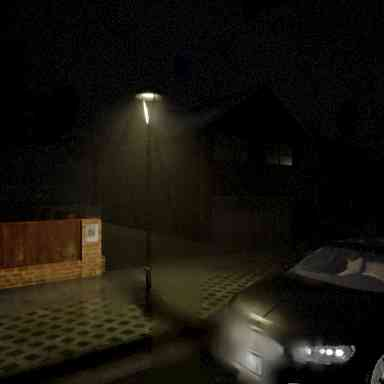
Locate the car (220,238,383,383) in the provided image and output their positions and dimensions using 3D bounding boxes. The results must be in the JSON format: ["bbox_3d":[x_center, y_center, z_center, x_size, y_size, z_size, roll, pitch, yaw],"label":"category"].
[{"bbox_3d":[2.607,1.493,4.861,4.902,1.511,2.128,0,0,-35],"label":"car"}]
